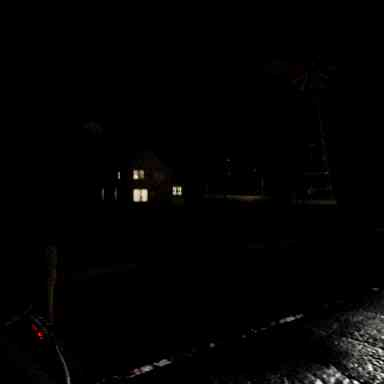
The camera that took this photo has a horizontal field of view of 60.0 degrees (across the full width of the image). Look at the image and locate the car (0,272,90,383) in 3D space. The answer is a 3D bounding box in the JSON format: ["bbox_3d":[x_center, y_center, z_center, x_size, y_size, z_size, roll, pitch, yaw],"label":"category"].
[{"bbox_3d":[-2.611,1.358,1.212,4.553,1.767,2.097,0,0,-35],"label":"car"}]
